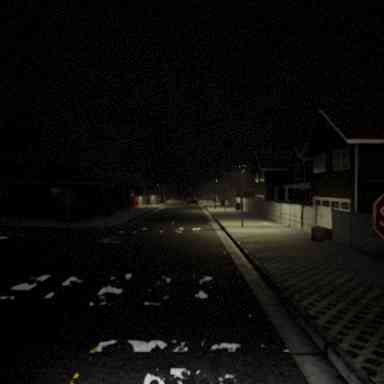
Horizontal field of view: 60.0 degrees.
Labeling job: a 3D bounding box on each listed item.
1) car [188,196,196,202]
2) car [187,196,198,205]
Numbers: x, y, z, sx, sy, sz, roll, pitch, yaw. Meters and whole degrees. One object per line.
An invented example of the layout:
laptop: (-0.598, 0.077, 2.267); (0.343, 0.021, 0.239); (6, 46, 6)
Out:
car: (-0.003, 1.725, 81.833); (2.128, 1.511, 4.902); (0, 0, 0)
car: (0.101, 1.596, 61.777); (2.128, 1.511, 4.902); (0, 0, 0)
